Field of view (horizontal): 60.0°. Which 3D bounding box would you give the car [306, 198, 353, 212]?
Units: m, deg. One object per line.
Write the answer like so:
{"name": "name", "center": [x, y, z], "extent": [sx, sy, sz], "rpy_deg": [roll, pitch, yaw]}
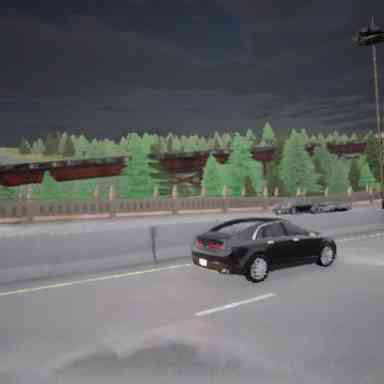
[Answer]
{"name": "car", "center": [12.658, 1.498, 30.095], "extent": [4.181, 1.385, 1.994], "rpy_deg": [0, 0, -35]}

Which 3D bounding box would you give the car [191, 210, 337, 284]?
{"name": "car", "center": [2.245, 1.492, 9.645], "extent": [4.892, 1.490, 1.837], "rpy_deg": [0, 0, -36]}

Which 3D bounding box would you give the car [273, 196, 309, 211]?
{"name": "car", "center": [10.019, 1.283, 32.510], "extent": [4.553, 1.767, 2.097], "rpy_deg": [0, 0, -36]}
